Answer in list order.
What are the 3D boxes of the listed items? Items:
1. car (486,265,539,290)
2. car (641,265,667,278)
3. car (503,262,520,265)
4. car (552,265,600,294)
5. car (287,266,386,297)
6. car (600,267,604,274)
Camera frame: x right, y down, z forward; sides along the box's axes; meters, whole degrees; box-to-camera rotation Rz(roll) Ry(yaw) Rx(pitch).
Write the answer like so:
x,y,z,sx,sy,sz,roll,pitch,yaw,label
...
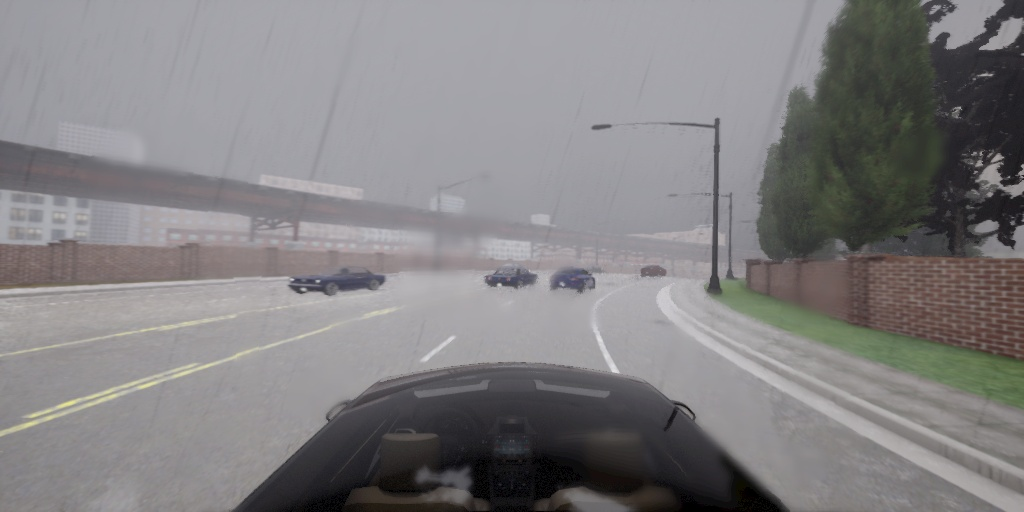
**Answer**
x,y,z,sx,sy,sz,roll,pitch,yaw,label
0.173,1.422,23.163,1.895,1.301,4.718,1,0,24,car
17.358,1.854,43.814,1.882,1.535,5.008,0,-2,39,car
-0.166,1.497,43.213,1.812,1.442,4.674,1,-1,33,car
3.798,1.425,21.731,1.812,1.442,4.674,0,-1,25,car
-8.363,1.171,17.573,1.895,1.301,4.718,1,0,17,car
11.892,1.983,53.651,2.033,1.411,5.357,1,-2,41,car
